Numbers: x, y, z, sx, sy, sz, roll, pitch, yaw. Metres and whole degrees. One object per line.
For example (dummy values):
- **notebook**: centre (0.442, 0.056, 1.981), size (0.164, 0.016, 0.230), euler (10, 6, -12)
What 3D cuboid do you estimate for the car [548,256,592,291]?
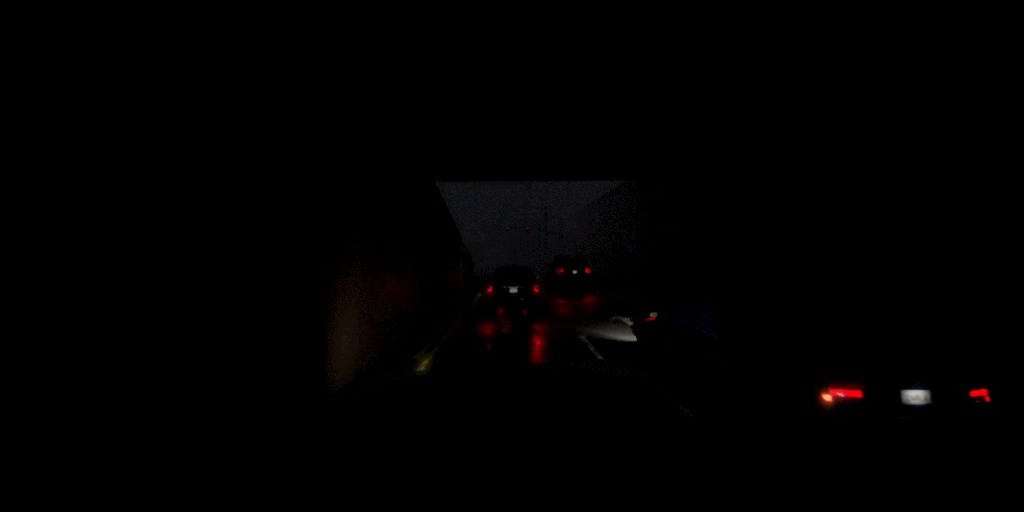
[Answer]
- **car**: centre (3.522, 1.029, 22.803), size (2.150, 2.045, 5.566), euler (0, -1, 0)

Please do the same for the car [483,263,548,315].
- **car**: centre (0.046, 1.149, 14.029), size (2.097, 1.767, 4.553), euler (0, 0, 0)

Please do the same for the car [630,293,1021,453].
- **car**: centre (3.580, 1.301, 5.689), size (2.033, 1.411, 5.357), euler (0, 0, 0)
